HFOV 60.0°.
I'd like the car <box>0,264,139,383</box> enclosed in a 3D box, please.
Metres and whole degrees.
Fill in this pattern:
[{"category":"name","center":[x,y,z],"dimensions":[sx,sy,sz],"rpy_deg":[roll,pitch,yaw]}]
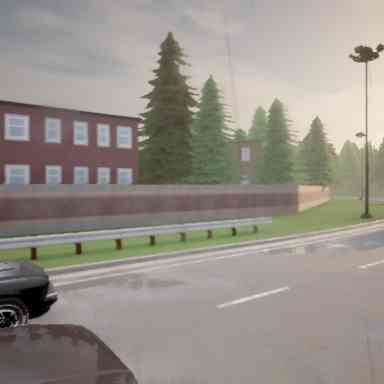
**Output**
[{"category":"car","center":[-2.880,1.564,1.694],"dimensions":[5.357,1.411,2.033],"rpy_deg":[-1,0,-35]}]

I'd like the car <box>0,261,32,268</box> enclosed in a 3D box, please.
[{"category":"car","center":[-4.550,1.613,4.801],"dimensions":[4.718,1.301,1.895],"rpy_deg":[-1,0,-35]}]
